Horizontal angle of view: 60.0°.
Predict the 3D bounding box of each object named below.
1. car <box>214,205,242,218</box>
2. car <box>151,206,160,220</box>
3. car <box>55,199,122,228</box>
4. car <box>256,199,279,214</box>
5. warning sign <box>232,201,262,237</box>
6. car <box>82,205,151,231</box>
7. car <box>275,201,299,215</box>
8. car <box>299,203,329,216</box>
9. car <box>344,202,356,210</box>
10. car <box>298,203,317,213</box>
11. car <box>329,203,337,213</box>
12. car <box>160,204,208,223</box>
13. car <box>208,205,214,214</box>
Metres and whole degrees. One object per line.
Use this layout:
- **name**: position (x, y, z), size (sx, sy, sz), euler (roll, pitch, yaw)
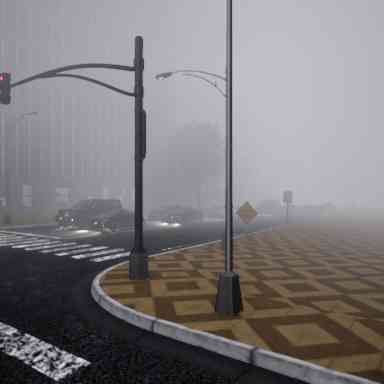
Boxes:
- **car**: position (4.809, 2.248, 38.816), size (1.895, 1.301, 4.718), euler (0, -1, 33)
- **car**: position (-2.451, 1.998, 33.520), size (1.837, 1.490, 4.892), euler (0, -1, 33)
- **car**: position (-7.627, 1.544, 25.450), size (2.150, 2.045, 5.566), euler (0, -1, 33)
- **car**: position (11.239, 2.078, 48.752), size (2.150, 2.045, 5.566), euler (0, -1, 33)
- **warning sign**: position (3.069, 1.453, 18.572), size (1.300, 1.860, 1.060), euler (1, 1, 33)
- **car**: position (-5.177, 1.880, 23.254), size (1.994, 1.385, 4.181), euler (0, -1, 32)
- **car**: position (13.504, 2.371, 46.096), size (1.812, 1.442, 4.674), euler (0, -1, 33)
- **car**: position (16.469, 2.404, 44.693), size (2.033, 1.411, 5.357), euler (0, -1, 33)
- **car**: position (31.409, 2.768, 65.976), size (1.801, 1.575, 5.366), euler (0, -1, 33)
- **car**: position (19.021, 2.590, 54.785), size (1.994, 1.385, 4.181), euler (0, -1, 33)
- **car**: position (21.757, 2.535, 53.031), size (1.837, 1.490, 4.892), euler (0, -1, 33)
- **car**: position (-0.648, 2.031, 30.321), size (1.994, 1.385, 4.181), euler (0, -1, 32)
- **car**: position (3.022, 2.276, 42.043), size (1.895, 1.301, 4.718), euler (0, -1, 32)
